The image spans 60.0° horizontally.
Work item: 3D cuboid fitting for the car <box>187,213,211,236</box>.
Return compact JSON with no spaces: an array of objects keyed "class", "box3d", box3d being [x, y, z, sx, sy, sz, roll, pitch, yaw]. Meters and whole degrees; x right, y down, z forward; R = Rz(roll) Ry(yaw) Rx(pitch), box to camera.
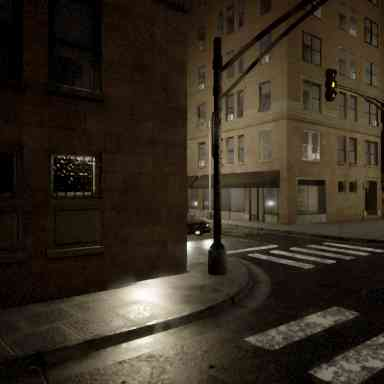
[{"class":"car","box3d":[-1.278,1.515,17.773,2.033,1.411,5.357,0,0,-36]}]
